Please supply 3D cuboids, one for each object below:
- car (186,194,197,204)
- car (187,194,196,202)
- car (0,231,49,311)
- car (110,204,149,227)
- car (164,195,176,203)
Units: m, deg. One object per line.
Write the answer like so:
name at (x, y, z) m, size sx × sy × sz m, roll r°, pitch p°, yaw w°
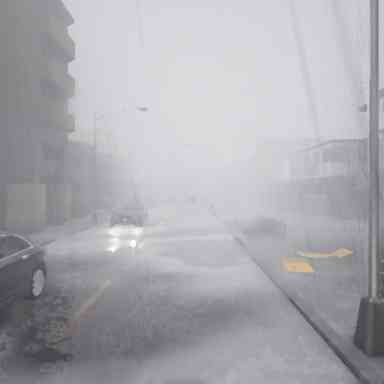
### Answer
car at (-0.062, 1.248, 58.247) m, size 1.882 × 1.535 × 5.008 m, roll 0°, pitch 0°, yaw 0°
car at (-0.074, 1.155, 68.623) m, size 1.882 × 1.535 × 5.008 m, roll 0°, pitch 0°, yaw 0°
car at (-4.102, 1.483, 5.548) m, size 1.837 × 1.490 × 4.892 m, roll 0°, pitch 0°, yaw 0°
car at (-4.058, 1.478, 22.107) m, size 1.994 × 1.385 × 4.181 m, roll 0°, pitch 0°, yaw 0°
car at (-4.067, 1.328, 62.139) m, size 1.812 × 1.442 × 4.674 m, roll 0°, pitch 0°, yaw 0°
